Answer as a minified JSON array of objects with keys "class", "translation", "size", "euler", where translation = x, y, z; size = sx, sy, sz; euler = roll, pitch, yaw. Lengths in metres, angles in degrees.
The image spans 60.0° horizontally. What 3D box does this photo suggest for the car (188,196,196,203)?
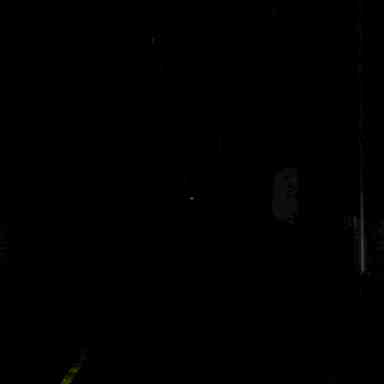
[{"class":"car","translation":[-0.033,2.142,87.439],"size":[1.994,1.385,4.181],"euler":[0,0,0]}]
